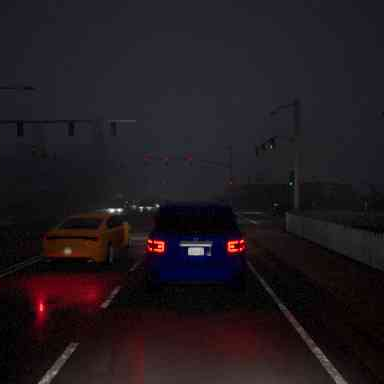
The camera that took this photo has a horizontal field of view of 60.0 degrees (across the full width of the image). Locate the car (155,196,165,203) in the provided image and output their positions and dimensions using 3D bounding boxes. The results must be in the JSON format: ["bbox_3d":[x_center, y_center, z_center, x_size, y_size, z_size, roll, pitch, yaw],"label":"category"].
[{"bbox_3d":[-6.822,1.524,71.685,1.812,1.442,4.674,0,0,0],"label":"car"}]

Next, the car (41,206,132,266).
[{"bbox_3d":[-3.395,1.478,11.619,1.882,1.535,5.008,0,0,0],"label":"car"}]

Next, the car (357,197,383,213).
[{"bbox_3d":[20.518,1.352,36.268,4.553,1.767,2.097,0,0,-1],"label":"car"}]

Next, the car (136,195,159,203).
[{"bbox_3d":[-6.966,1.547,52.205,2.033,1.411,5.357,0,0,0],"label":"car"}]

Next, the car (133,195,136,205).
[{"bbox_3d":[-10.436,1.352,57.419,2.097,1.767,4.553,0,0,0],"label":"car"}]

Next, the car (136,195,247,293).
[{"bbox_3d":[0.085,1.221,8.996,2.150,2.045,5.566,0,0,0],"label":"car"}]

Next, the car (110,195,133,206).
[{"bbox_3d":[-10.477,1.492,48.207,2.128,1.511,4.902,0,0,0],"label":"car"}]

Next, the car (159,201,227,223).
[{"bbox_3d":[0.073,1.477,25.183,5.008,1.535,1.882,0,0,0],"label":"car"}]

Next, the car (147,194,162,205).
[{"bbox_3d":[-6.911,1.352,61.686,2.097,1.767,4.553,0,0,0],"label":"car"}]

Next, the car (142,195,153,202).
[{"bbox_3d":[-10.309,1.524,76.943,1.812,1.442,4.674,0,0,0],"label":"car"}]

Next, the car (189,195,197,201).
[{"bbox_3d":[0.221,1.540,88.985,2.033,1.411,5.357,0,0,0],"label":"car"}]

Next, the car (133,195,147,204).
[{"bbox_3d":[-10.354,1.478,66.688,1.882,1.535,5.008,0,0,1],"label":"car"}]

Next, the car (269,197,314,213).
[{"bbox_3d":[10.736,1.352,36.049,4.553,1.767,2.097,0,0,-1],"label":"car"}]
